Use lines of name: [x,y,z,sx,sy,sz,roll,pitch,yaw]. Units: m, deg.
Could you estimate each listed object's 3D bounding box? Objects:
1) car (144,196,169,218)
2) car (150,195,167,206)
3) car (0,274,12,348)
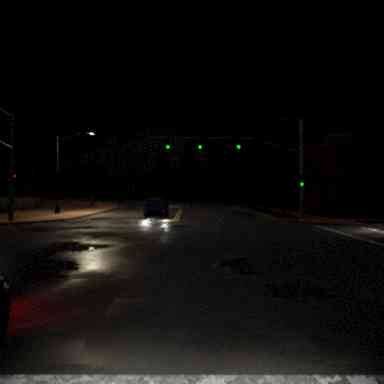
car: [-3.038,1.426,29.091,1.882,1.535,5.008,0,0,0]
car: [-5.448,1.345,53.713,1.882,1.535,5.008,1,0,-17]
car: [-3.468,1.507,2.763,1.837,1.490,4.892,0,0,0]
